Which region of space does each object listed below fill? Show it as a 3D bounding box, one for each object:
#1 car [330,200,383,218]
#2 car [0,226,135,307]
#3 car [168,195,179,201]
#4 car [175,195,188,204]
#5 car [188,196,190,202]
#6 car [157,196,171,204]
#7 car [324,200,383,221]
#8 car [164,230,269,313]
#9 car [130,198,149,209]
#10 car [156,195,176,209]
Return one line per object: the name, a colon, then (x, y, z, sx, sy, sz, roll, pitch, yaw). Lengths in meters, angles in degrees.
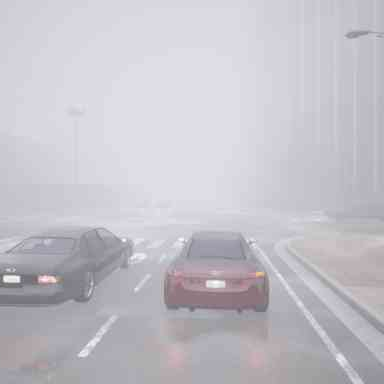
car: (15.521, 1.558, 30.547, 4.892, 1.490, 1.837, -1, 0, 4)
car: (-2.901, 1.547, 8.233, 2.033, 1.411, 5.357, 0, 0, 5)
car: (-4.506, 1.467, 81.198, 1.882, 1.535, 5.008, 0, 0, 4)
car: (-2.382, 1.524, 63.497, 1.812, 1.442, 4.674, 0, 0, 5)
car: (-1.483, 1.524, 74.736, 2.128, 1.511, 4.902, 0, 0, 4)
car: (-5.601, 1.547, 66.972, 2.033, 1.411, 5.357, 0, 0, 5)
car: (13.732, 1.602, 27.173, 5.357, 1.411, 2.033, 0, 0, 4)
car: (0.576, 1.564, 7.759, 1.994, 1.385, 4.181, 0, 0, 5)
car: (-7.236, 1.525, 46.160, 1.812, 1.442, 4.674, 0, 0, 4)
car: (-3.746, 1.525, 45.898, 1.812, 1.442, 4.674, 0, 0, 4)
